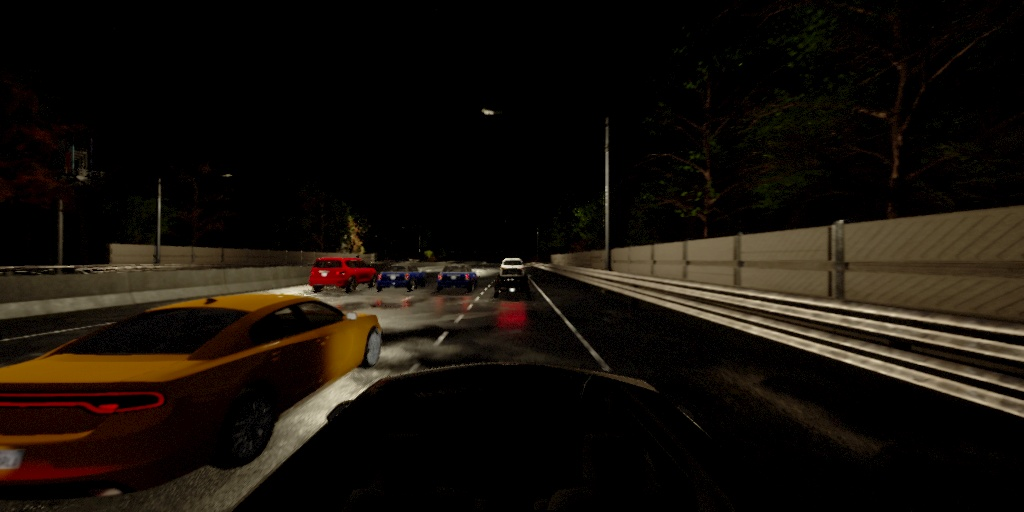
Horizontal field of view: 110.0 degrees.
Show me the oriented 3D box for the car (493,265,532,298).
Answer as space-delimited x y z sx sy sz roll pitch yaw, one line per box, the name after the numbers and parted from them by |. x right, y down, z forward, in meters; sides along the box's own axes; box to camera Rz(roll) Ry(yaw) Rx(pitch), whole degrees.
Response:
0.016 1.418 19.924 1.837 1.490 4.892 0 -1 0 | car

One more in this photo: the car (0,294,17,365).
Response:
-10.434 1.353 4.496 1.895 1.301 4.718 0 -1 0 | car

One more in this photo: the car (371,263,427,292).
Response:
-6.873 1.277 22.866 2.097 1.767 4.553 0 -1 0 | car

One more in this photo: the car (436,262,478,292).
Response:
-3.373 1.284 22.852 2.097 1.767 4.553 0 -1 0 | car

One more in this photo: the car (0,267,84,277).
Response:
-21.098 1.322 14.350 1.837 1.490 4.892 0 0 0 | car

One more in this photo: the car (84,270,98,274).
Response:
-24.582 1.354 18.700 1.837 1.490 4.892 0 0 0 | car

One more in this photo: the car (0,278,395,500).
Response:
-3.432 1.249 4.911 1.882 1.535 5.008 0 -1 0 | car

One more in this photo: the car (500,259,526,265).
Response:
0.062 1.251 32.615 2.150 2.045 5.566 0 -1 0 | car

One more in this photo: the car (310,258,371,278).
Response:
-10.375 1.135 22.523 2.150 2.045 5.566 0 -1 0 | car
